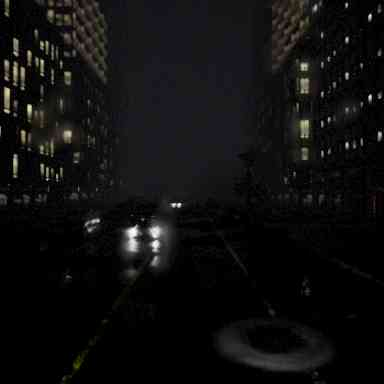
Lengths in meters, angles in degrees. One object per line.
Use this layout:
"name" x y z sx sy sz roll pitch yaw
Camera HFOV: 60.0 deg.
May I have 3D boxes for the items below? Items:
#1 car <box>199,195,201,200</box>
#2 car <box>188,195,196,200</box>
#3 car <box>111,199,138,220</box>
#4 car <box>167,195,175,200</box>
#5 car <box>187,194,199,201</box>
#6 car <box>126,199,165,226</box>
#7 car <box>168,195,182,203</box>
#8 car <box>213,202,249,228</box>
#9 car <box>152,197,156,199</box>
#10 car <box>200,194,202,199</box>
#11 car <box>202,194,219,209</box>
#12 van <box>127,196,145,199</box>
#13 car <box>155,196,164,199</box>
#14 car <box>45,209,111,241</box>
"car" 2.705 1.373 90.454 1.967 1.590 4.097 0 0 0
"car" 0.011 1.451 90.479 1.895 1.301 4.718 0 0 0
"car" -5.684 1.533 27.857 1.887 1.381 4.507 0 0 0
"car" -5.676 1.458 90.300 1.752 1.417 4.829 0 0 0
"car" 0.009 1.214 75.520 2.097 1.767 4.553 0 0 0
"car" -3.097 1.495 23.431 1.837 1.490 4.892 0 0 0
"car" -3.009 1.459 65.705 2.128 1.511 4.902 0 0 1
"car" 2.696 1.557 22.151 1.947 1.339 4.313 0 0 0
"car" -5.683 1.563 39.242 1.802 1.307 4.206 0 0 0
"car" 3.007 1.487 63.253 1.812 1.442 4.674 0 0 0
"car" 2.699 1.417 44.918 1.967 1.590 4.097 0 0 0
"van" -5.683 1.326 33.549 1.690 1.788 3.998 0 0 0
"car" -5.680 1.407 56.317 1.967 1.590 4.097 0 0 0
"car" -5.686 1.545 16.472 2.008 1.369 4.403 0 0 0
